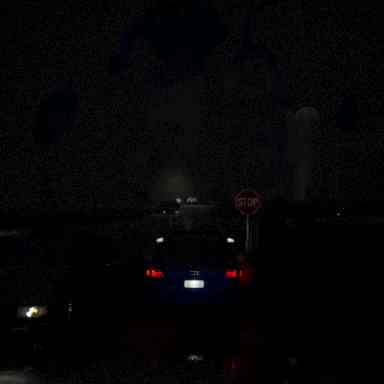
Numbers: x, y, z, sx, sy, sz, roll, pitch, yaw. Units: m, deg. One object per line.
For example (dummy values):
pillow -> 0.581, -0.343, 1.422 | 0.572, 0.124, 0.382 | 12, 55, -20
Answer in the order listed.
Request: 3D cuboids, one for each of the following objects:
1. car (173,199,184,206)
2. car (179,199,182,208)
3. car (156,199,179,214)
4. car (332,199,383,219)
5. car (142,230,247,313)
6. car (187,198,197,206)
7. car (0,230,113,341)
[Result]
car -> -2.783, 2.140, 67.624 | 1.994, 1.385, 4.181 | 0, -1, 1
car -> -2.855, 1.858, 47.270 | 1.895, 1.301, 4.718 | 0, -1, 0
car -> -2.867, 1.694, 37.351 | 2.033, 1.411, 5.357 | 0, 0, 0
car -> 12.644, 1.195, 23.806 | 4.718, 1.301, 1.895 | -2, -1, -2
car -> 0.072, 1.575, 7.801 | 1.994, 1.385, 4.181 | 0, 0, 1
car -> -0.023, 1.946, 68.642 | 2.097, 1.767, 4.553 | 0, -1, 0
car -> -3.001, 1.557, 7.082 | 2.033, 1.411, 5.357 | 0, 0, -2
